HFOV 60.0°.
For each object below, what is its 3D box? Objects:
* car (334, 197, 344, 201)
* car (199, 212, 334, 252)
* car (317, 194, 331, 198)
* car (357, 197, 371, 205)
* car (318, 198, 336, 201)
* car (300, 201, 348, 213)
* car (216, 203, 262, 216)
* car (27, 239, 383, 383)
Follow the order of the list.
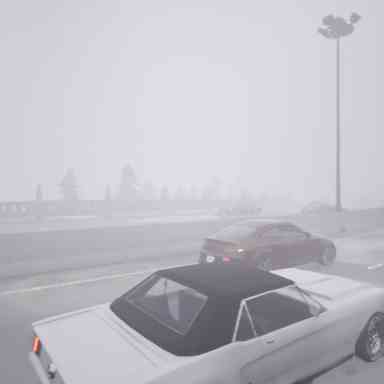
[{"bbox_3d":[30.859,1.759,70.460,1.837,1.490,4.892,0,0,15],"label":"car"},{"bbox_3d":[2.316,1.525,9.773,4.674,1.442,1.812,0,0,-37],"label":"car"},{"bbox_3d":[25.724,1.443,64.926,2.150,2.045,5.566,0,0,18],"label":"car"},{"bbox_3d":[32.418,1.704,62.897,1.837,1.490,4.892,0,0,18],"label":"car"},{"bbox_3d":[12.968,1.591,34.335,2.033,1.411,5.357,0,0,39],"label":"car"},{"bbox_3d":[10.765,1.623,26.641,1.895,1.301,4.718,0,0,44],"label":"car"},{"bbox_3d":[4.261,1.622,29.987,1.895,1.301,4.718,0,0,45],"label":"car"},{"bbox_3d":[0.653,1.600,4.216,4.718,1.301,1.895,0,0,-36],"label":"car"}]
